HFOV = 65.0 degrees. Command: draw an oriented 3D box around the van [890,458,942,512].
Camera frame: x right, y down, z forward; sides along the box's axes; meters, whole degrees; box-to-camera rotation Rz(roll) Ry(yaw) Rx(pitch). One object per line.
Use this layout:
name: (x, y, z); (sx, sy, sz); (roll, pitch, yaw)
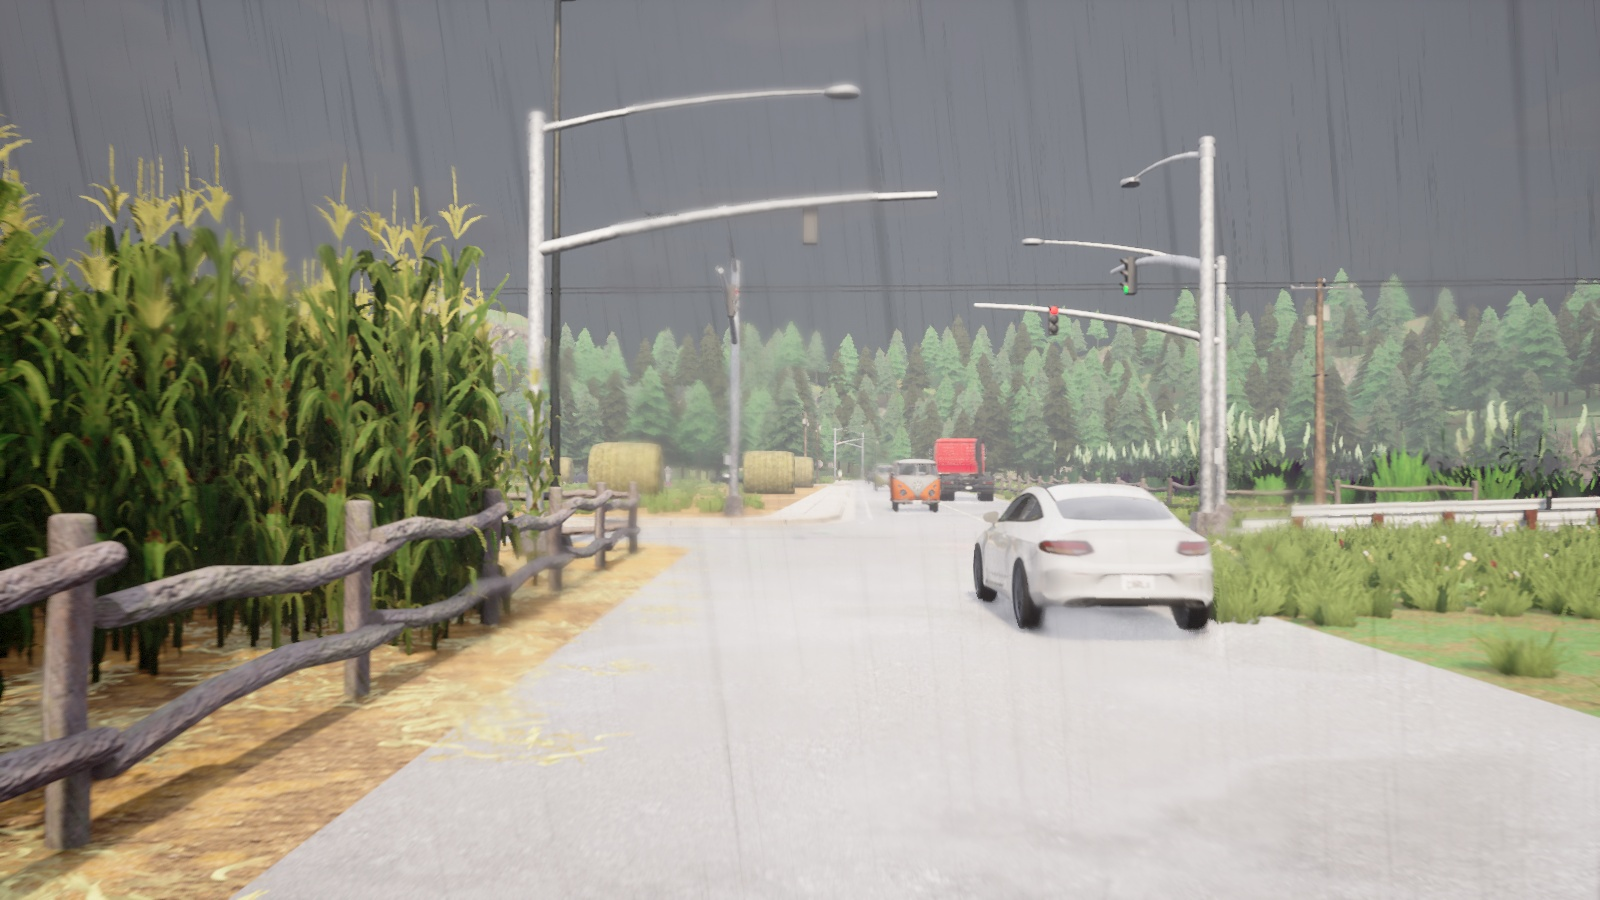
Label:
van: (4.403, 1.321, 48.126); (1.775, 1.987, 4.442); (0, -1, 3)

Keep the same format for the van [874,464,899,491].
van: (6.585, 2.108, 95.671); (1.775, 1.987, 4.442); (0, -1, 3)

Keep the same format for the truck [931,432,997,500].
truck: (8.829, 0.906, 68.297); (2.891, 3.462, 7.936); (0, -1, 3)

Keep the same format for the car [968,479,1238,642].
car: (3.066, 1.058, 13.749); (1.812, 1.442, 4.674); (0, -1, 0)
